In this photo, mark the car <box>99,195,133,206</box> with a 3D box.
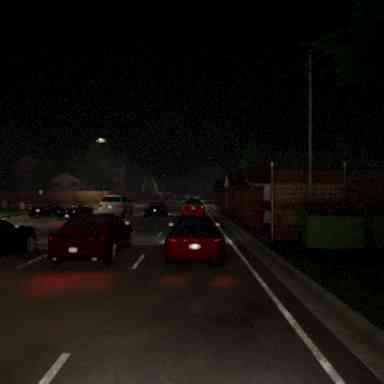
[{"bbox_3d":[-6.887,1.300,30.572,2.150,2.045,5.566,0,0,0],"label":"car"}]

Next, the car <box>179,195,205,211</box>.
[{"bbox_3d":[0.113,1.432,31.143,2.097,1.767,4.553,0,0,0],"label":"car"}]

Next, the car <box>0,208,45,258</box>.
[{"bbox_3d":[-6.915,1.505,10.728,1.882,1.535,5.008,0,0,0],"label":"car"}]

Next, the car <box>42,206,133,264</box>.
[{"bbox_3d":[-3.410,1.508,12.027,1.882,1.535,5.008,0,0,0],"label":"car"}]

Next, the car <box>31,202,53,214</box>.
[{"bbox_3d":[-13.939,1.645,32.093,1.994,1.385,4.181,0,0,0],"label":"car"}]

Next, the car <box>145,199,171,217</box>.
[{"bbox_3d":[-3.386,1.646,32.157,1.994,1.385,4.181,0,0,0],"label":"car"}]

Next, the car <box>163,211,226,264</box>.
[{"bbox_3d":[0.090,1.596,11.940,1.994,1.385,4.181,0,0,0],"label":"car"}]

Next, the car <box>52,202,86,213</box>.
[{"bbox_3d":[-10.388,1.676,29.823,1.895,1.301,4.718,0,0,0],"label":"car"}]
